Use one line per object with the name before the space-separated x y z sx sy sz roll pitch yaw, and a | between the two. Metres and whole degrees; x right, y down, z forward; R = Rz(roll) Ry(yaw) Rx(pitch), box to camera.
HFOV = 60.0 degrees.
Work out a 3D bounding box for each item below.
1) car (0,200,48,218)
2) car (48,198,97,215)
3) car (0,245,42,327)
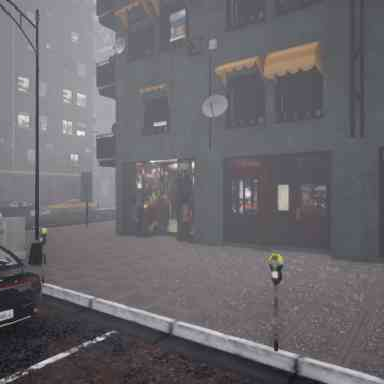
car | -14.076 1.350 26.060 2.008 1.369 4.403 1 1 35
car | -10.992 1.250 30.489 1.752 1.417 4.829 1 1 35
car | -4.487 1.551 6.062 4.403 1.369 2.008 0 0 35
